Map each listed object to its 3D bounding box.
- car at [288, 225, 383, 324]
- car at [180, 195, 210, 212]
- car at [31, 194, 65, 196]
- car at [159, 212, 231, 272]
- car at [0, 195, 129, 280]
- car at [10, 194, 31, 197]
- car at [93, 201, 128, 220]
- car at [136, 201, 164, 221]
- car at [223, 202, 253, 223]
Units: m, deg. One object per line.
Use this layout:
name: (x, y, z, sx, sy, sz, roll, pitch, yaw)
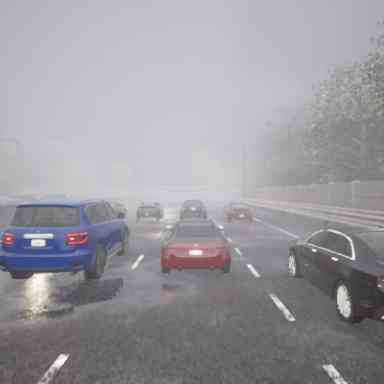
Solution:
car: (3.516, 1.478, 7.115, 1.837, 1.490, 4.892, 0, 0, 0)
car: (0.104, 1.354, 27.303, 2.097, 1.767, 4.553, 0, 0, 0)
car: (-17.570, 1.232, 41.867, 2.150, 2.045, 5.566, 0, 0, 0)
car: (0.102, 1.563, 10.768, 1.994, 1.385, 4.181, 0, 0, 0)
car: (-3.402, 1.221, 10.045, 2.150, 2.045, 5.566, 0, 0, 0)
car: (-21.077, 1.228, 40.756, 2.150, 2.045, 5.566, 0, 0, 0)
car: (-6.894, 1.528, 28.652, 1.812, 1.442, 4.674, 0, 0, 0)
car: (-3.390, 1.494, 27.527, 2.128, 1.511, 4.902, 0, 0, 0)
car: (3.505, 1.513, 25.772, 1.812, 1.442, 4.674, 0, 0, 0)
